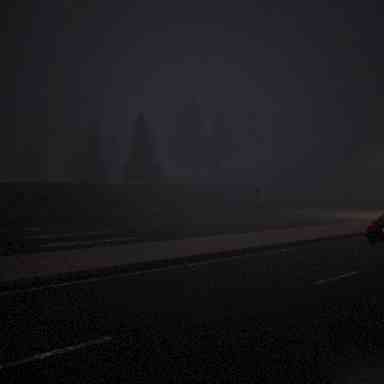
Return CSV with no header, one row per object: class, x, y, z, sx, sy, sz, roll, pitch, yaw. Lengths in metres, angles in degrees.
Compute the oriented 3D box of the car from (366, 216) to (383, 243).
car,9.698,1.564,14.962,4.181,1.385,1.994,0,0,-35
